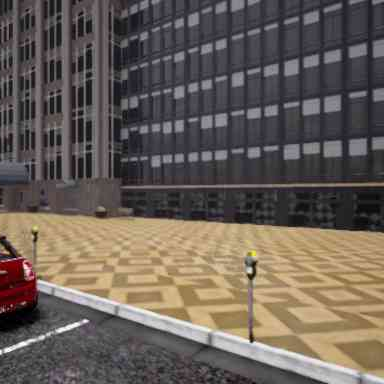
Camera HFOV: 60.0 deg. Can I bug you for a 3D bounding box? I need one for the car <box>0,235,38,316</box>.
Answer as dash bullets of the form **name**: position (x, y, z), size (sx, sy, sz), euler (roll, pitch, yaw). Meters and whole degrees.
- **car**: position (-4.776, 1.415, 6.282), size (4.097, 1.590, 1.967), euler (0, 0, 35)
